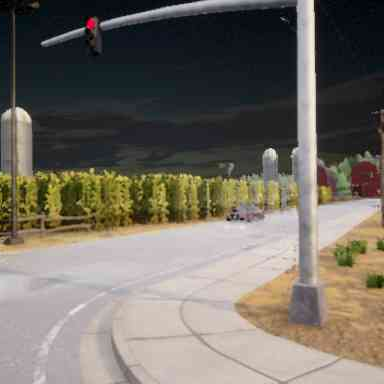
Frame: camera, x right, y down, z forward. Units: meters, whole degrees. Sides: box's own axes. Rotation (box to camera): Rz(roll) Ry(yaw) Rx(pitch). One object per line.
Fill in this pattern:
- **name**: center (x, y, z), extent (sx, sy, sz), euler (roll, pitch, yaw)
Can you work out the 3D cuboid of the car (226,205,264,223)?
- **car**: center (4.401, 1.746, 27.448), extent (1.994, 1.385, 4.181), euler (-1, 0, 33)
